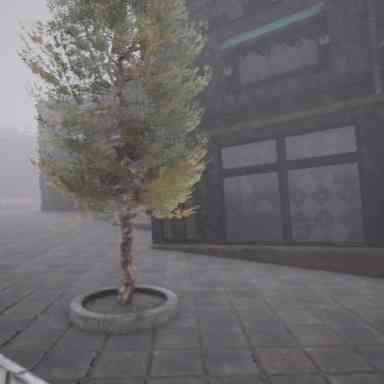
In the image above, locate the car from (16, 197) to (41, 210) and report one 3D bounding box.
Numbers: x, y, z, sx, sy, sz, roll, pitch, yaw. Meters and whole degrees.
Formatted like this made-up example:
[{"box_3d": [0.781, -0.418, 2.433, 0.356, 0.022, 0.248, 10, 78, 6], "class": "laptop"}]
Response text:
[{"box_3d": [-25.907, 1.878, 54.028, 2.435, 2.045, 5.566, -4, -1, 15], "class": "car"}]
